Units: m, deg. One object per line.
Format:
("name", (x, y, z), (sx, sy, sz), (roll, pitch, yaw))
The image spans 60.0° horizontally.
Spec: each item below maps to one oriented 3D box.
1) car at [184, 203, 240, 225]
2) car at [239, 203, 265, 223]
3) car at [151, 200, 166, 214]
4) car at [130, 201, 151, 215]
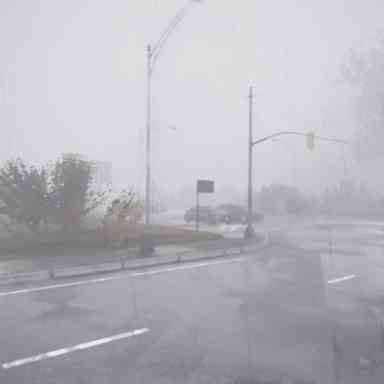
("car", (1.259, 1.716, 25.414), (1.994, 1.385, 4.181), (1, 0, -39))
("car", (3.829, 1.690, 27.805), (1.837, 1.490, 4.892), (1, 0, -39))
("car", (-4.898, 1.670, 38.640), (2.128, 1.511, 4.902), (1, 0, -39))
("car", (-6.709, 1.624, 35.308), (1.882, 1.535, 5.008), (1, 0, -39))
